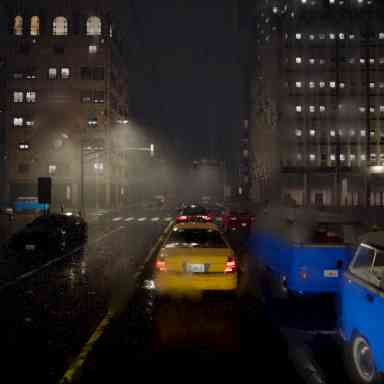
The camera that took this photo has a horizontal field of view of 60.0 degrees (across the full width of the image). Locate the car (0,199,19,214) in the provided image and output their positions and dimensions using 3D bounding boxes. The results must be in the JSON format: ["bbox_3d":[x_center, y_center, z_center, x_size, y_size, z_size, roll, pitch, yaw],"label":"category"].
[{"bbox_3d":[-19.847,1.620,32.380,4.403,1.369,2.008,0,0,1],"label":"car"}]

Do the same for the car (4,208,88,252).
[{"bbox_3d":[-5.682,1.567,13.878,1.947,1.339,4.313,1,0,0],"label":"car"}]

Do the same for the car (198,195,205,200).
[{"bbox_3d":[2.690,1.472,91.624,1.752,1.417,4.829,1,0,0],"label":"car"}]

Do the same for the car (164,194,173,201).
[{"bbox_3d":[-5.687,1.400,80.151,1.967,1.590,4.097,1,0,0],"label":"car"}]

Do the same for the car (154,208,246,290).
[{"bbox_3d":[0.096,1.458,9.056,1.801,1.575,5.366,0,0,0],"label":"car"}]

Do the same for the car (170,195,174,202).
[{"bbox_3d":[-5.688,1.517,74.499,2.008,1.369,4.403,1,0,0],"label":"car"}]

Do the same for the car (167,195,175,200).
[{"bbox_3d":[-5.690,1.472,91.285,1.752,1.417,4.829,1,0,0],"label":"car"}]

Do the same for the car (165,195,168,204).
[{"bbox_3d":[-5.684,1.425,57.546,1.967,1.590,4.097,1,0,0],"label":"car"}]

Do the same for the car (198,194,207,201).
[{"bbox_3d":[2.692,1.394,85.803,1.967,1.590,4.097,1,0,0],"label":"car"}]

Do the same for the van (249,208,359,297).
[{"bbox_3d":[2.702,1.343,8.296,1.690,1.788,3.998,1,0,0],"label":"van"}]

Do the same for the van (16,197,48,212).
[{"bbox_3d":[-19.740,1.524,40.761,3.998,1.788,1.690,0,0,1],"label":"van"}]

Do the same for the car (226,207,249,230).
[{"bbox_3d":[2.698,1.545,19.450,1.887,1.381,4.507,1,0,0],"label":"car"}]

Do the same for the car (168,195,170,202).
[{"bbox_3d":[-5.687,1.560,63.196,1.802,1.307,4.206,1,0,0],"label":"car"}]

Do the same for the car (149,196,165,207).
[{"bbox_3d":[-5.686,1.572,51.893,1.802,1.307,4.206,1,0,0],"label":"car"}]

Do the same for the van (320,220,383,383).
[{"bbox_3d":[2.703,1.342,2.720,1.690,1.788,3.998,1,0,0],"label":"van"}]

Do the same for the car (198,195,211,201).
[{"bbox_3d":[2.693,1.529,63.196,2.008,1.369,4.403,1,0,0],"label":"car"}]

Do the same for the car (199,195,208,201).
[{"bbox_3d":[2.691,1.510,80.150,2.008,1.369,4.403,1,0,0],"label":"car"}]

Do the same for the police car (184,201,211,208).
[{"bbox_3d":[0.102,1.505,19.375,2.038,1.542,4.974,0,0,0],"label":"police car"}]

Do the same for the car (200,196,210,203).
[{"bbox_3d":[2.693,1.517,68.848,1.887,1.381,4.507,1,0,0],"label":"car"}]
